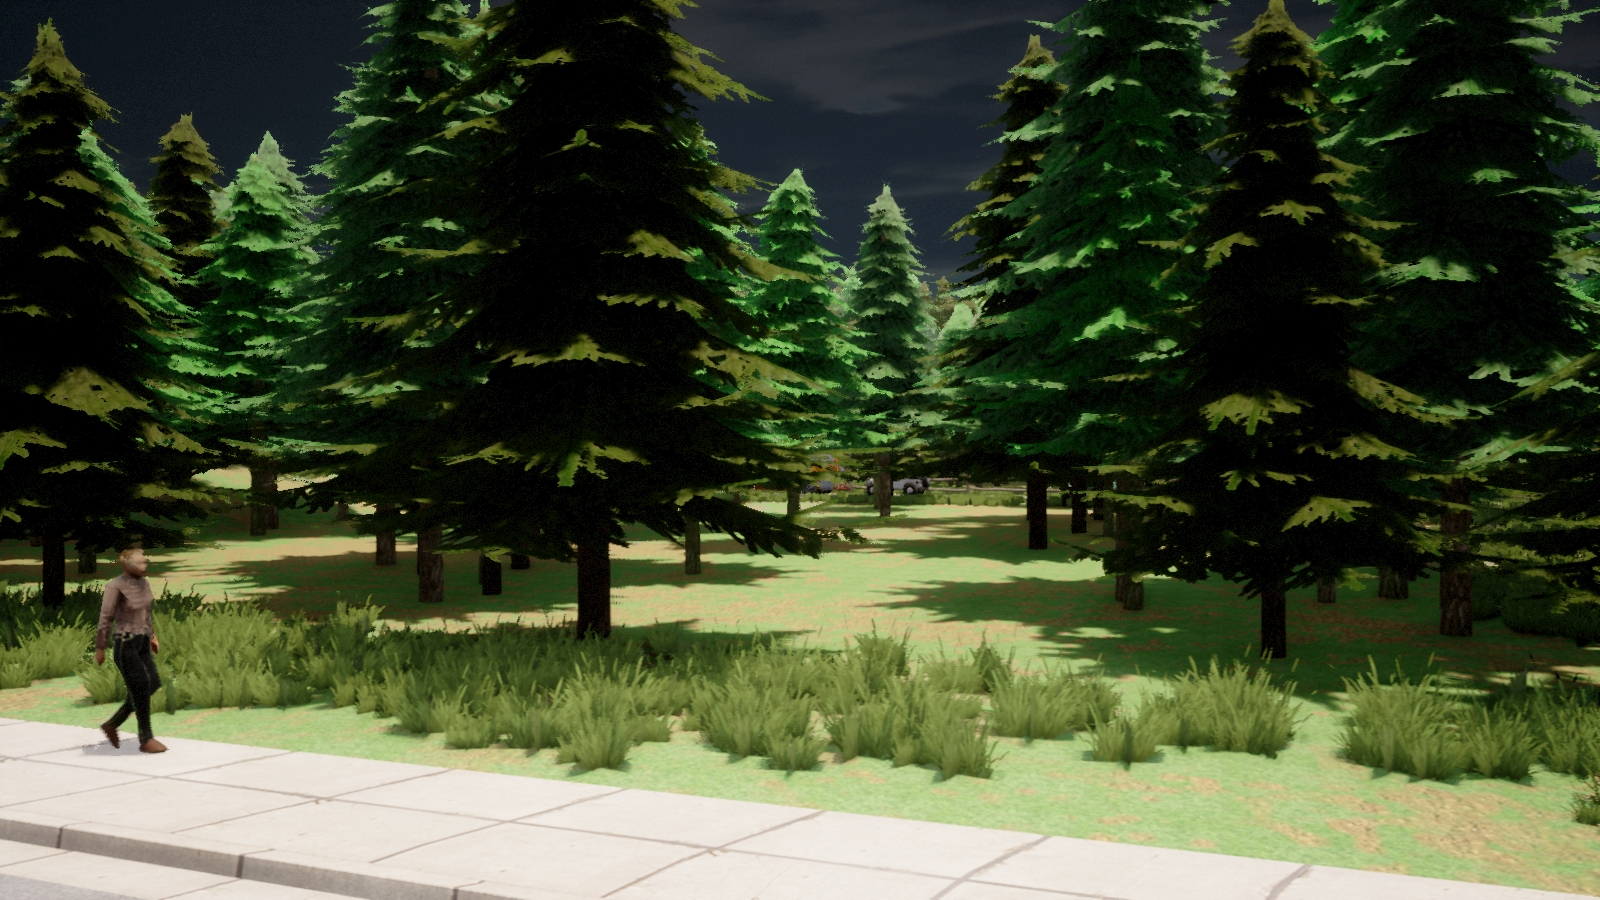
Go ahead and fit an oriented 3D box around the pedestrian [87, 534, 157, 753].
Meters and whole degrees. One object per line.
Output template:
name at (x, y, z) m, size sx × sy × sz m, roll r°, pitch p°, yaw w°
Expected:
pedestrian at (-5.971, 1.684, 10.073) m, size 0.375 × 1.860 × 0.375 m, roll 0°, pitch 0°, yaw 9°
